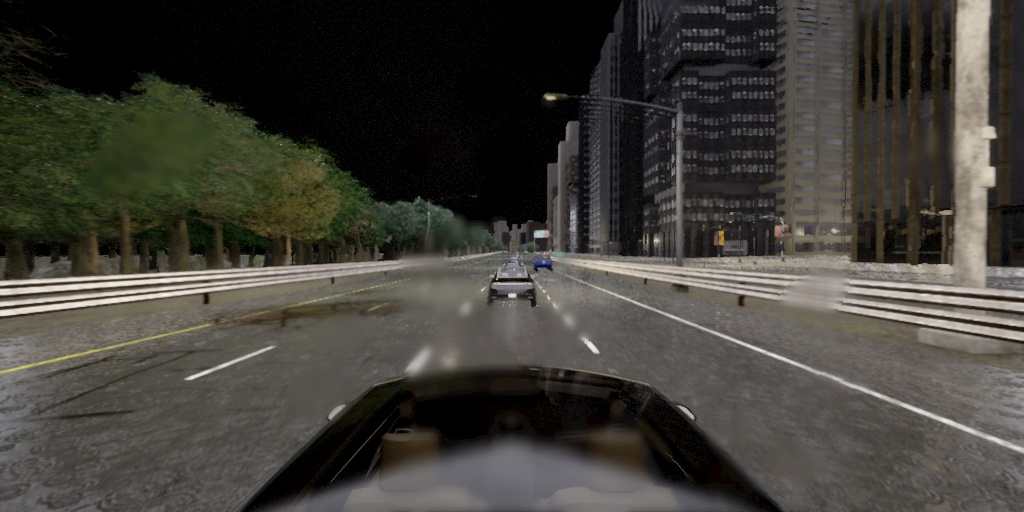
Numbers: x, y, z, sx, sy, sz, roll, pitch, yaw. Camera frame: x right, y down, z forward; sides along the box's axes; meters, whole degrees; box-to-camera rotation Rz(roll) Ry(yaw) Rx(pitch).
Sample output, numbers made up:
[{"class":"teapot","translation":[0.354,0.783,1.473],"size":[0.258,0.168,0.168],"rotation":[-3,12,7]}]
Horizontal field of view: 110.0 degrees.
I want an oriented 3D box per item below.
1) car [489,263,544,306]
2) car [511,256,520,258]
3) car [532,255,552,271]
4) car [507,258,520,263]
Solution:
[{"class":"car","translation":[0.022,1.230,15.572],"size":[2.128,1.511,4.902],"rotation":[0,0,0]},{"class":"car","translation":[0.296,1.104,54.043],"size":[1.994,1.385,4.181],"rotation":[0,0,1]},{"class":"car","translation":[3.803,0.824,45.018],"size":[2.150,2.045,5.566],"rotation":[0,1,1]},{"class":"car","translation":[0.126,1.223,35.544],"size":[1.994,1.385,4.181],"rotation":[0,0,0]}]
